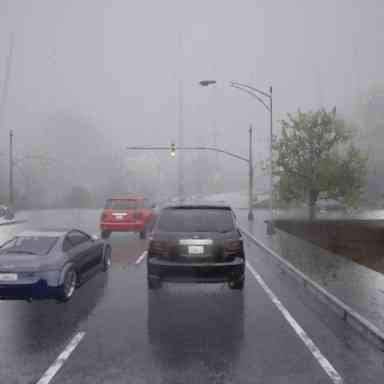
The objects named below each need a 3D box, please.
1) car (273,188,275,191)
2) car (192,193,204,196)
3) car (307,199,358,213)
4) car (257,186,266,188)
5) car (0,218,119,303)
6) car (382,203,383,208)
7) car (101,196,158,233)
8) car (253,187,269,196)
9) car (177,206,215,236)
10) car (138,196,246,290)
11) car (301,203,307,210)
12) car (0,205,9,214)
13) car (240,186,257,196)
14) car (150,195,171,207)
[{"bbox_3d":[23.217,-0.477,92.003,2.033,1.411,5.357,0,3,37],"label":"car"},{"bbox_3d":[1.164,1.076,75.200,2.128,1.511,4.902,0,2,23],"label":"car"},{"bbox_3d":[15.967,1.646,37.556,4.718,1.301,1.895,-1,0,3],"label":"car"},{"bbox_3d":[19.620,-0.763,93.023,2.150,2.045,5.566,0,3,37],"label":"car"},{"bbox_3d":[-3.407,1.575,8.281,1.994,1.385,4.181,0,0,2],"label":"car"},{"bbox_3d":[25.866,1.350,40.497,4.892,1.490,1.837,-2,0,3],"label":"car"},{"bbox_3d":[-3.278,1.262,17.989,2.150,2.045,5.566,0,0,1],"label":"car"},{"bbox_3d":[17.511,0.264,83.616,1.895,1.301,4.718,0,3,33],"label":"car"},{"bbox_3d":[0.275,1.609,19.517,1.994,1.385,4.181,0,0,2],"label":"car"},{"bbox_3d":[0.100,1.234,9.220,2.150,2.045,5.566,0,0,0],"label":"car"},{"bbox_3d":[16.072,1.549,41.056,4.902,1.511,2.128,-1,0,3],"label":"car"},{"bbox_3d":[-22.438,1.741,36.034,4.902,1.511,2.128,-1,0,2],"label":"car"},{"bbox_3d":[13.942,0.093,84.488,2.097,1.767,4.553,0,3,33],"label":"car"},{"bbox_3d":[-5.391,1.467,56.892,2.097,1.767,4.553,0,1,16],"label":"car"}]
